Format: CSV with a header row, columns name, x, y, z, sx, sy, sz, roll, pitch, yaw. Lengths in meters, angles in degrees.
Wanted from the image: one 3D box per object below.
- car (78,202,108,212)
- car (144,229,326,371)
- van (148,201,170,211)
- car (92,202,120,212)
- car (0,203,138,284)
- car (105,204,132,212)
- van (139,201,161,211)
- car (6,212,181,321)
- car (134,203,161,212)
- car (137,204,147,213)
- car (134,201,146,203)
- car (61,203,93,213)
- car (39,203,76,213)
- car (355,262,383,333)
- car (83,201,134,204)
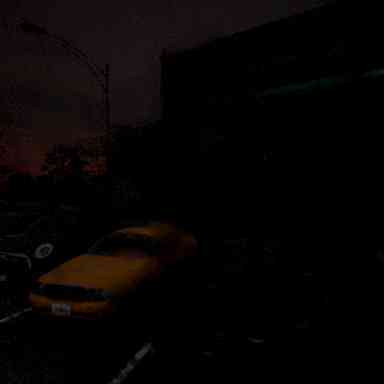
name,x,y,z,sx,sy,sz,roll,pitch,yaw
car,-17.594,2.654,59.127,4.553,1.767,2.185,0,-2,15
car,1.185,1.486,6.098,2.231,1.521,4.892,1,-1,16
van,-7.286,3.095,73.771,4.442,1.987,1.878,0,-2,15
car,-15.840,2.744,61.549,4.553,1.767,2.185,0,-2,15
car,-3.616,1.354,9.562,2.185,1.767,4.553,1,-1,16
car,-14.176,3.000,64.004,4.674,1.452,2.002,0,-2,15
van,-8.979,3.005,71.322,4.442,1.987,1.878,0,-2,15
car,-1.261,1.477,7.633,1.946,1.575,5.366,1,-1,15
car,-6.663,2.567,42.971,5.008,1.535,2.097,1,-1,15
car,-8.400,2.513,40.494,4.674,1.452,2.002,1,-1,15
car,-12.508,2.799,66.461,5.566,2.045,2.435,0,-2,15
car,-19.470,2.707,56.324,4.792,1.488,2.163,0,-2,15
car,-21.613,2.571,53.584,5.366,1.575,1.946,0,-2,15
car,3.599,1.517,4.403,2.163,1.488,4.792,0,-1,16
car,-10.091,2.123,38.029,5.566,2.045,2.435,2,-1,15
